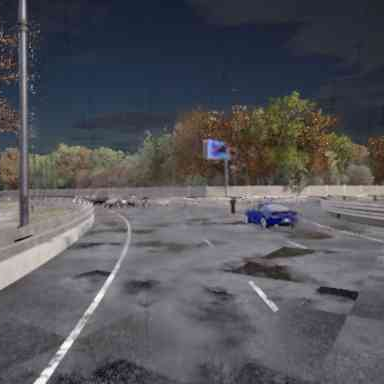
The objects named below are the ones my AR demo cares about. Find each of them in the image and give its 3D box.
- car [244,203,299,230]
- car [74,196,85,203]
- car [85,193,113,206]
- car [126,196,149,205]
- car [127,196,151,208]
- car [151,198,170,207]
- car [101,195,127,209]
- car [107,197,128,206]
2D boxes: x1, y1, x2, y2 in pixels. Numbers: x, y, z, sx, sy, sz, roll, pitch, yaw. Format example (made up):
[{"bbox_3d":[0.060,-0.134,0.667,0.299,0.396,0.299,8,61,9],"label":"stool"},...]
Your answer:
[{"bbox_3d":[4.821,1.412,20.948,1.882,1.535,5.008,0,0,-11],"label":"car"},{"bbox_3d":[-21.120,1.543,63.206,2.128,1.511,4.902,0,0,-39],"label":"car"},{"bbox_3d":[-15.324,1.248,54.574,2.150,2.045,5.566,0,0,-31],"label":"car"},{"bbox_3d":[-9.707,1.473,58.792,2.128,1.511,4.902,0,0,-34],"label":"car"},{"bbox_3d":[-8.328,1.477,49.162,2.128,1.511,4.902,0,0,-27],"label":"car"},{"bbox_3d":[-5.112,1.562,50.554,1.895,1.301,4.718,0,0,-27],"label":"car"},{"bbox_3d":[-10.935,1.534,46.529,1.812,1.442,4.674,0,0,-27],"label":"car"},{"bbox_3d":[-12.918,1.607,57.298,1.895,1.301,4.718,0,0,-34],"label":"car"}]
